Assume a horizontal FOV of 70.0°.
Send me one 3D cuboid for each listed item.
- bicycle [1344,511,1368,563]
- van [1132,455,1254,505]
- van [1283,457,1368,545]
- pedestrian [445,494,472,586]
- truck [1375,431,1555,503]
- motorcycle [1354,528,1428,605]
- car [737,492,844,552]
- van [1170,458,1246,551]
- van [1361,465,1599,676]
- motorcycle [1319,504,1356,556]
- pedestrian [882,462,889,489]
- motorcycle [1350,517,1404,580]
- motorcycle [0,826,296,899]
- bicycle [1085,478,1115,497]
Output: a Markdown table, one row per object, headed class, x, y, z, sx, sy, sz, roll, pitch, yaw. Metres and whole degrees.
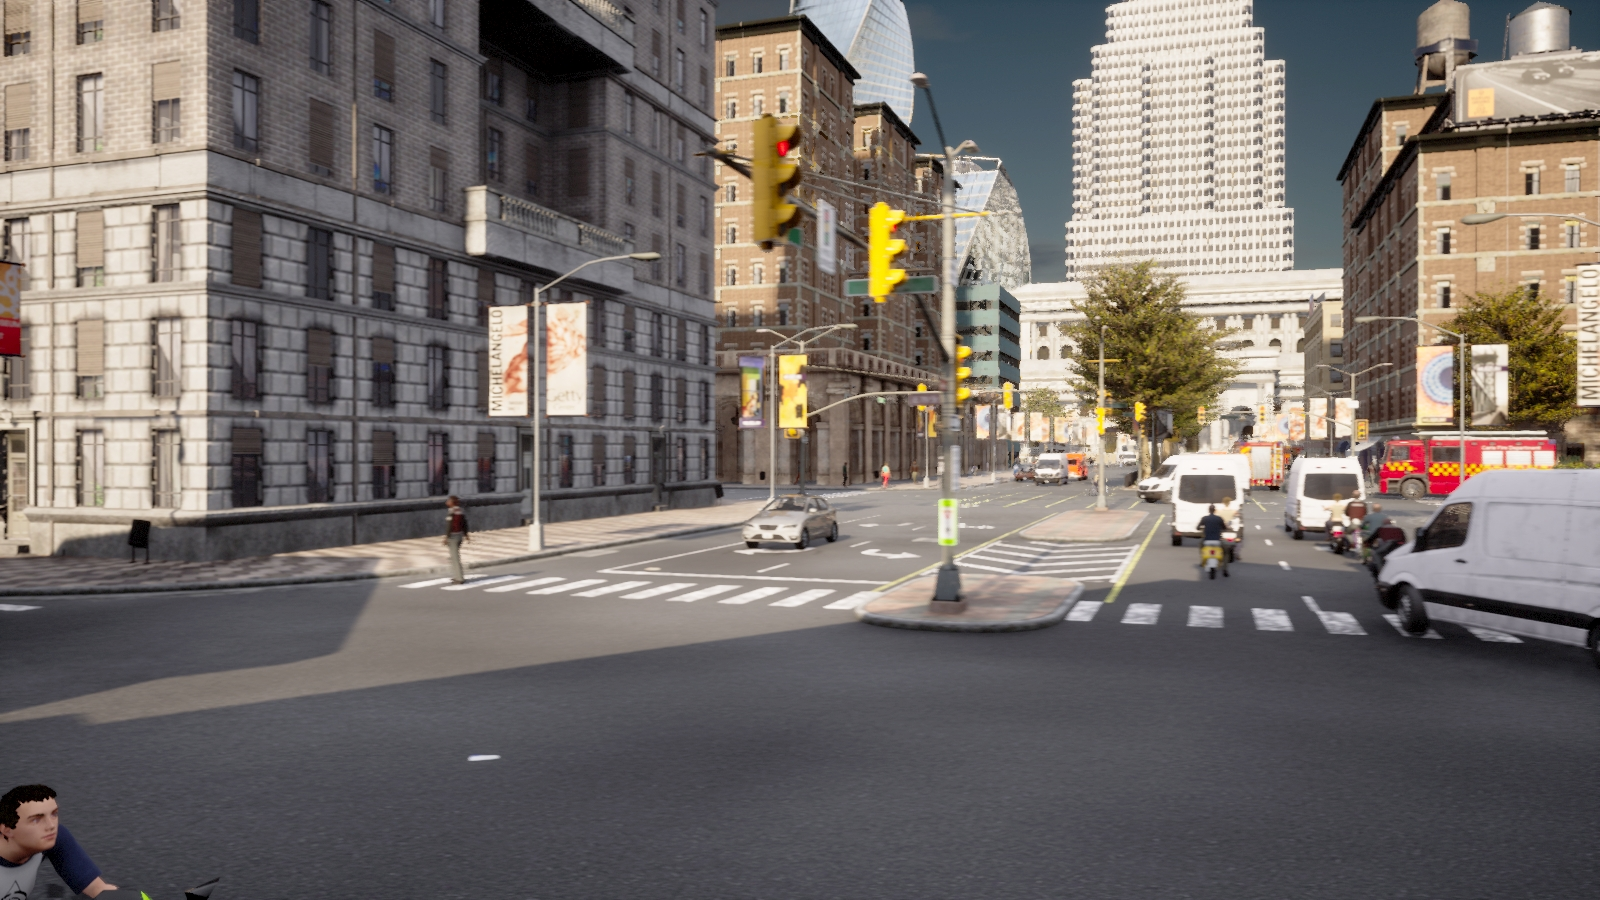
| class | x | y | z | sx | sy | sz | roll | pitch | yaw |
| --- | --- | --- | --- | --- | --- | --- | --- | --- | --- |
| bicycle | 14.240 | 2.210 | 29.279 | 0.329 | 1.171 | 1.835 | 0 | 0 | 19 |
| van | 20.561 | 1.534 | 59.854 | 5.915 | 2.561 | 1.988 | 0 | 0 | -15 |
| van | 16.971 | 1.534 | 37.131 | 1.988 | 2.561 | 5.915 | 0 | 0 | 19 |
| pedestrian | -7.020 | 1.849 | 23.499 | 0.375 | 1.860 | 0.375 | 0 | 0 | 19 |
| truck | 36.750 | 0.891 | 63.597 | 8.468 | 3.827 | 2.891 | 0 | 0 | 26 |
| motorcycle | 11.345 | 2.205 | 21.998 | 0.867 | 1.251 | 2.209 | 0 | 0 | 17 |
| car | -0.209 | 2.066 | 33.594 | 1.816 | 1.474 | 4.193 | 0 | 0 | 20 |
| van | 12.432 | 1.534 | 34.845 | 1.988 | 2.561 | 5.915 | 0 | 0 | 20 |
| van | 10.649 | 1.534 | 15.897 | 1.988 | 2.561 | 5.915 | 0 | 0 | -10 |
| motorcycle | 14.741 | 2.170 | 31.383 | 0.764 | 1.277 | 2.356 | 0 | 0 | 21 |
| pedestrian | 5.910 | 1.736 | 79.137 | 0.375 | 1.860 | 0.375 | 0 | 0 | 34 |
| motorcycle | 12.946 | 2.182 | 25.676 | 0.856 | 1.236 | 1.805 | 0 | 0 | 19 |
| motorcycle | -3.041 | 2.212 | 4.384 | 2.033 | 1.145 | 0.803 | 0 | 0 | 20 |
| bicycle | 17.984 | 2.256 | 68.484 | 1.487 | 1.080 | 0.859 | 0 | 0 | -14 |
